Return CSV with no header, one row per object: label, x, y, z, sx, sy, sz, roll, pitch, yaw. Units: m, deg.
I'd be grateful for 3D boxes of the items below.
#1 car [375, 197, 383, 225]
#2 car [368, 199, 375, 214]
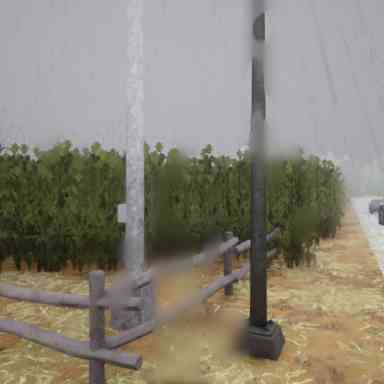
car,12.982,1.221,20.658,2.150,2.045,5.566,0,0,25
car,19.780,1.513,35.108,1.837,1.490,4.892,0,0,25
